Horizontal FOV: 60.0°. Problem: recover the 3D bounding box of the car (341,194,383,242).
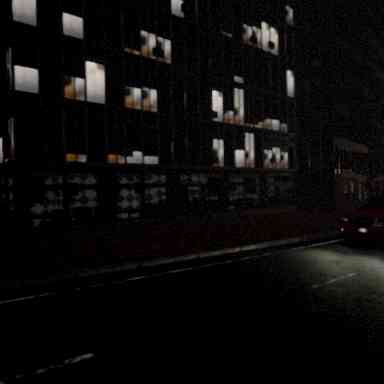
[{"bbox_3d":[8.815,1.123,14.815,5.566,2.045,2.150,0,0,-40],"label":"car"}]
